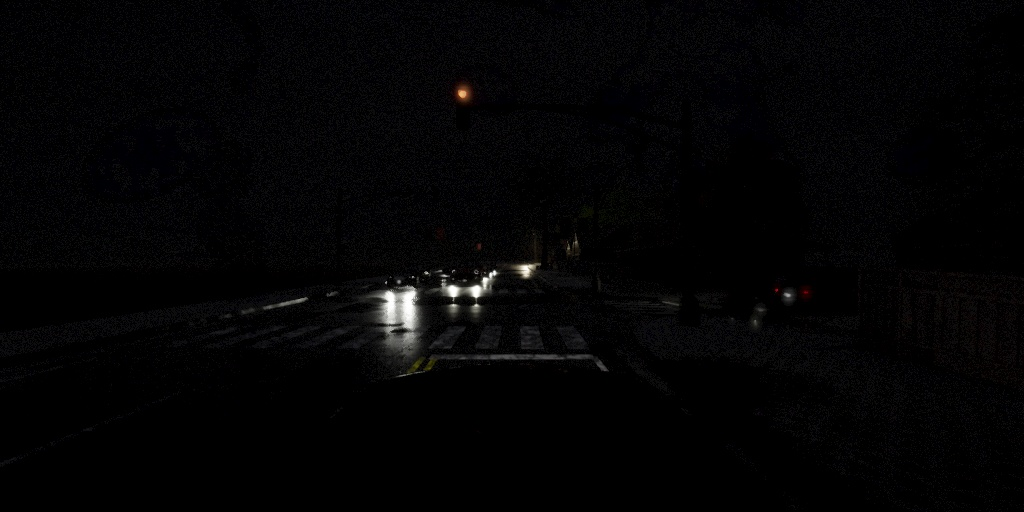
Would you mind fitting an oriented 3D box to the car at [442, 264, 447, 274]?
[{"bbox_3d":[-6.591,1.261,40.347,1.837,1.490,4.892,0,0,0],"label":"car"}]

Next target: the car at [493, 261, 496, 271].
[{"bbox_3d":[-3.333,1.282,45.384,1.812,1.442,4.674,0,0,0],"label":"car"}]

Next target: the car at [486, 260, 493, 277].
[{"bbox_3d":[-3.343,1.108,35.676,2.097,1.767,4.553,0,0,0],"label":"car"}]

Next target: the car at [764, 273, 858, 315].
[{"bbox_3d":[12.479,1.498,13.669,4.181,1.385,1.994,1,-2,-2],"label":"car"}]

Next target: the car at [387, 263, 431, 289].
[{"bbox_3d":[-6.596,1.248,23.384,2.128,1.511,4.902,0,0,0],"label":"car"}]

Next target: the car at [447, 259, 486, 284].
[{"bbox_3d":[-3.305,1.109,26.847,2.097,1.767,4.553,0,0,-1],"label":"car"}]

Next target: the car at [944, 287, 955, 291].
[{"bbox_3d":[22.953,1.739,16.912,5.357,1.411,2.033,1,-2,-3],"label":"car"}]

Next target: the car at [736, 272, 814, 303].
[{"bbox_3d":[13.066,1.508,16.544,5.008,1.535,1.882,1,-2,-2],"label":"car"}]
